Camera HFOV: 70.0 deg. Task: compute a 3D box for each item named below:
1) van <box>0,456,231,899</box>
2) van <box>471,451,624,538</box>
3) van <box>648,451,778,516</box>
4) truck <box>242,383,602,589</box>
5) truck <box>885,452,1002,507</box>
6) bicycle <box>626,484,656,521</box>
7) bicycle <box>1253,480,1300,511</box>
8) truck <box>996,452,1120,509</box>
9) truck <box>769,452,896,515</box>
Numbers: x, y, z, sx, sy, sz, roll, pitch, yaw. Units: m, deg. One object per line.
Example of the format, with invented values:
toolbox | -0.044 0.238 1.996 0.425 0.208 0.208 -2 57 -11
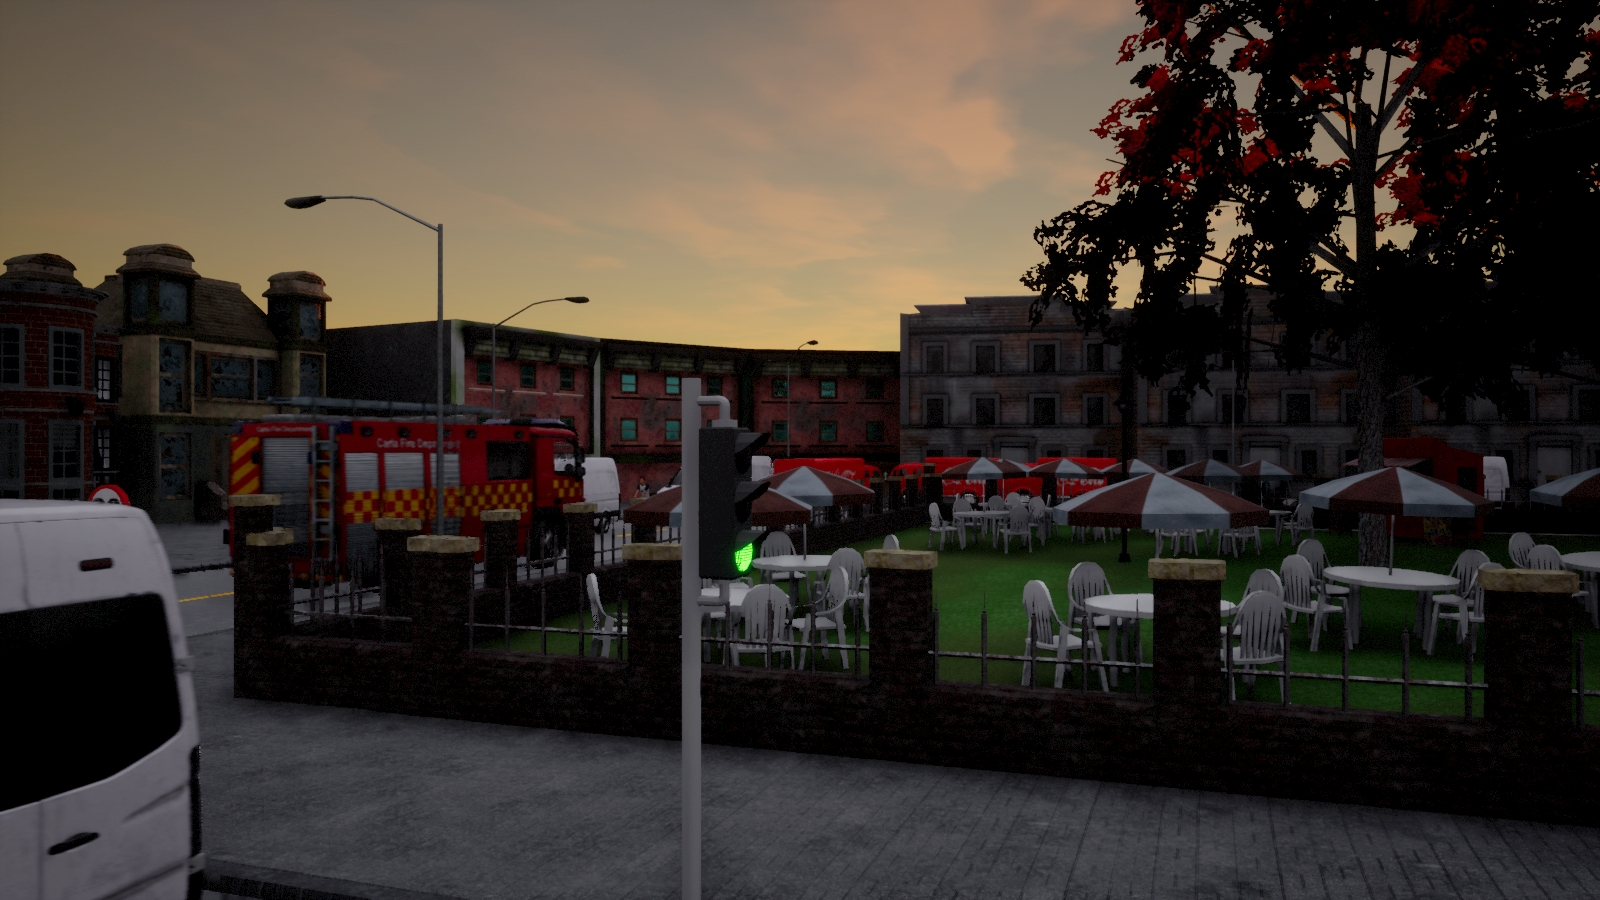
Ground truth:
van | -6.048 1.314 5.931 5.915 2.561 1.988 0 0 20
van | -7.990 1.314 36.858 1.988 2.561 5.915 0 0 19
van | -3.575 1.316 48.190 1.988 2.561 5.915 0 0 39
truck | -7.952 0.670 25.655 2.891 3.827 8.468 0 0 22
truck | 6.742 1.349 53.338 5.204 2.467 2.627 0 0 12
bicycle | -5.909 1.936 42.450 0.373 1.296 1.643 0 0 20
bicycle | 20.335 1.940 48.821 1.835 1.271 0.329 0 0 19
truck | 11.735 1.348 51.842 5.204 2.467 2.627 0 0 19
truck | 1.420 1.348 47.657 2.627 2.467 5.204 -1 -1 40
